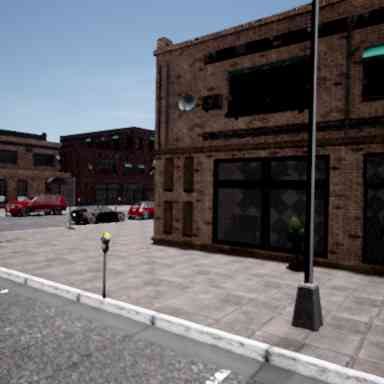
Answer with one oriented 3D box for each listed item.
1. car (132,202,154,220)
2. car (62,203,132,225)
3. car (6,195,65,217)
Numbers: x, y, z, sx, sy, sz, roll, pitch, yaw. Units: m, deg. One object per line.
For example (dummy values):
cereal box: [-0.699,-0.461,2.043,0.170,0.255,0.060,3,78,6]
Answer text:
car: [-3.642,1.549,29.127,1.967,1.590,4.097,1,0,36]
car: [-6.919,1.621,24.648,1.947,1.339,4.313,1,0,36]
car: [-13.677,1.165,29.592,2.192,1.841,5.009,1,0,36]
